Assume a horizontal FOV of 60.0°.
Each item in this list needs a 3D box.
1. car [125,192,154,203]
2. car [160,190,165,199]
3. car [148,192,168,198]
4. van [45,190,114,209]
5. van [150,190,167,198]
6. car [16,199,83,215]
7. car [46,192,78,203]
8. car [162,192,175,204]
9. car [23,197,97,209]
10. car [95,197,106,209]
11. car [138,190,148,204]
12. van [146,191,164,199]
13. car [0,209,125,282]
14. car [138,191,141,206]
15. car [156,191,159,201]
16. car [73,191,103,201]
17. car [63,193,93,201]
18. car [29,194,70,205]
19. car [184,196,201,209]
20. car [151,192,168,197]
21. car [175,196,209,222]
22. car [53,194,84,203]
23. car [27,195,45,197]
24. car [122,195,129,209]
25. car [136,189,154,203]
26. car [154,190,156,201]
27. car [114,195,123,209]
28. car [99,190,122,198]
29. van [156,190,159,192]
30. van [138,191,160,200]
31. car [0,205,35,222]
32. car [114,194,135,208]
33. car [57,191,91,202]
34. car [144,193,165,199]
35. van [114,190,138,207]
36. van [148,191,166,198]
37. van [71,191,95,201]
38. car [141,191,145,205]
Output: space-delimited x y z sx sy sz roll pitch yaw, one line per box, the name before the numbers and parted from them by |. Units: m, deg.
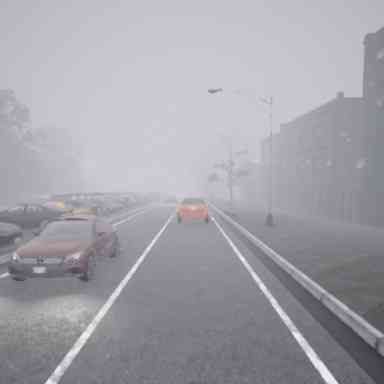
car | -8.992 0.958 57.177 4.553 1.767 2.185 0 0 0
car | -8.954 0.767 68.390 5.566 2.045 2.435 0 0 0
car | -9.015 0.825 88.022 5.008 1.535 2.097 0 1 0
van | -8.785 1.038 26.341 4.442 1.987 1.878 0 0 0
van | -9.142 0.561 90.822 4.442 1.987 1.878 0 1 0
car | -8.880 1.314 17.936 5.008 1.535 2.097 0 0 0
car | -22.071 0.962 56.697 4.553 1.767 2.185 0 0 0
car | -3.343 1.187 54.003 1.994 1.385 4.181 0 0 0
car | -9.076 1.293 20.735 5.366 1.575 1.946 0 0 0
car | -8.926 1.309 23.539 4.792 1.488 2.163 0 0 0
car | -8.908 1.023 45.964 4.553 1.767 2.185 0 0 0
van | -9.126 0.669 82.411 4.442 1.987 1.878 0 1 0
car | -3.356 1.437 9.637 1.812 1.442 4.674 0 0 0
car | -8.960 1.056 40.358 4.553 1.767 2.185 0 0 0
car | -8.960 1.068 59.981 4.892 1.521 2.231 0 0 0
car | -22.095 0.755 70.576 5.566 2.045 2.435 0 0 0
car | -22.242 1.036 65.027 5.366 1.575 1.946 0 0 0
car | -21.844 1.116 51.148 5.366 1.575 1.946 0 0 0
car | 0.076 1.246 41.693 2.033 1.411 5.357 0 0 0
car | -9.034 0.788 93.629 4.674 1.452 2.002 0 1 0
car | 0.084 1.157 24.139 2.097 1.767 4.553 0 0 0
car | -22.016 1.100 59.476 4.792 1.488 2.163 0 0 0
car | -22.029 1.137 48.371 4.892 1.521 2.231 0 0 0
car | -8.883 1.260 31.949 4.792 1.488 2.163 0 0 0
car | -8.916 0.881 48.767 5.566 2.045 2.435 0 0 0
car | -8.922 0.865 51.570 5.566 2.045 2.435 0 0 0
car | -8.878 1.277 29.146 4.792 1.488 2.163 0 0 0
car | -22.075 0.547 90.010 5.566 2.045 2.435 0 1 0
van | -9.088 0.825 62.783 4.442 1.987 1.878 0 0 0
van | -9.104 0.776 71.191 4.442 1.987 1.878 0 0 0
car | -8.846 1.385 12.328 4.792 1.488 2.163 0 0 0
car | -8.913 1.214 34.752 5.008 1.535 2.097 0 0 0
car | -22.079 0.803 62.249 5.566 2.045 2.435 0 0 0
car | -9.033 0.958 79.611 4.792 1.488 2.163 0 1 0
van | -8.807 0.972 37.554 4.442 1.987 1.878 0 0 0
van | -8.898 0.636 85.213 4.442 1.987 1.878 0 1 0
van | -22.178 0.797 67.800 4.442 1.987 1.878 0 0 0
car | -8.903 1.040 43.161 4.553 1.767 2.185 0 0 0
